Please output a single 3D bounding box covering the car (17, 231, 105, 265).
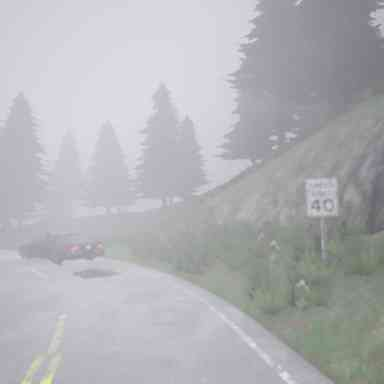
[{"bbox_3d":[-6.429,2.598,16.057,5.357,1.411,2.033,-4,-5,40],"label":"car"}]
